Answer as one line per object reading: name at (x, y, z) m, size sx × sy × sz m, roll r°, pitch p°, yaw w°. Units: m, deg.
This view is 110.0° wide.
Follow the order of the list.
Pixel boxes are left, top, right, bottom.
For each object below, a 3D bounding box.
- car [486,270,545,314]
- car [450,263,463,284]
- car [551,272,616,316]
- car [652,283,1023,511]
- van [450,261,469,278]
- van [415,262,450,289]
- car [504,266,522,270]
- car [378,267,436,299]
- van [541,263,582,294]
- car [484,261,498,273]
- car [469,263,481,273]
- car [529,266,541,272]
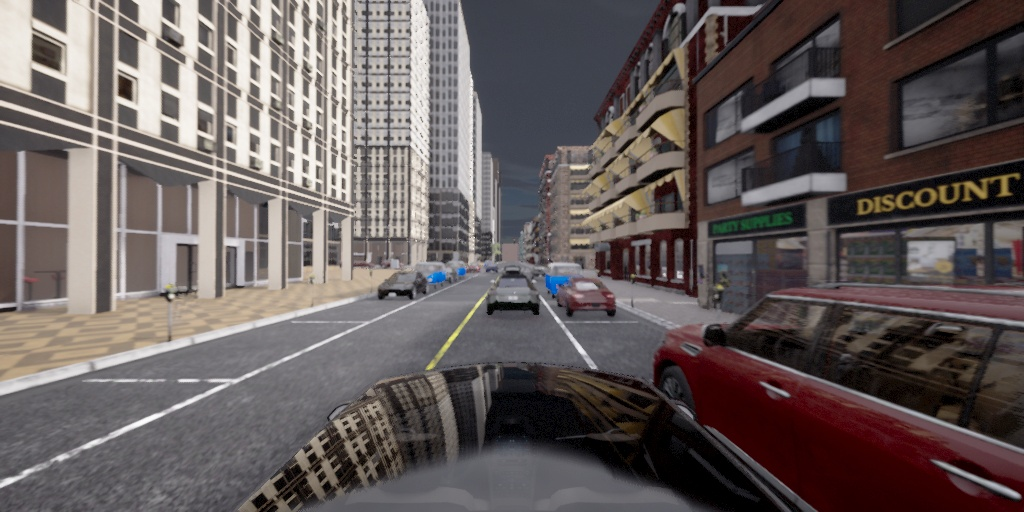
car at (0.056, 1.439, 14.438) m, size 1.994 × 1.385 × 4.181 m, roll 0°, pitch 0°, yaw 1°
car at (-5.676, 1.585, 30.514) m, size 2.007 × 1.370 × 4.403 m, roll 0°, pitch 0°, yaw 0°
car at (2.696, 1.447, 13.565) m, size 1.802 × 1.307 × 4.207 m, roll 0°, pitch 0°, yaw 0°
car at (2.691, 1.070, 2.268) m, size 2.192 × 1.841 × 5.009 m, roll 0°, pitch 0°, yaw 0°
van at (-5.673, 1.432, 36.162) m, size 1.690 × 1.789 × 3.998 m, roll 0°, pitch 0°, yaw 0°
van at (-5.679, 1.319, 24.865) m, size 1.690 × 1.789 × 3.998 m, roll 0°, pitch 0°, yaw 0°
car at (0.061, 1.527, 29.211) m, size 1.837 × 1.490 × 4.892 m, roll 0°, pitch 0°, yaw 1°
car at (-5.681, 1.487, 19.217) m, size 1.948 × 1.339 × 4.313 m, roll 0°, pitch 0°, yaw 0°
van at (2.699, 1.261, 19.213) m, size 1.690 × 1.789 × 3.998 m, roll 0°, pitch 0°, yaw 0°
car at (-2.999, 1.822, 54.125) m, size 2.033 × 1.411 × 5.357 m, roll 0°, pitch -1°, yaw 0°
car at (-5.666, 1.704, 53.107) m, size 1.967 × 1.591 × 4.097 m, roll 0°, pitch 0°, yaw 0°
car at (2.707, 1.641, 36.157) m, size 2.007 × 1.370 × 4.403 m, roll 0°, pitch 0°, yaw 0°
